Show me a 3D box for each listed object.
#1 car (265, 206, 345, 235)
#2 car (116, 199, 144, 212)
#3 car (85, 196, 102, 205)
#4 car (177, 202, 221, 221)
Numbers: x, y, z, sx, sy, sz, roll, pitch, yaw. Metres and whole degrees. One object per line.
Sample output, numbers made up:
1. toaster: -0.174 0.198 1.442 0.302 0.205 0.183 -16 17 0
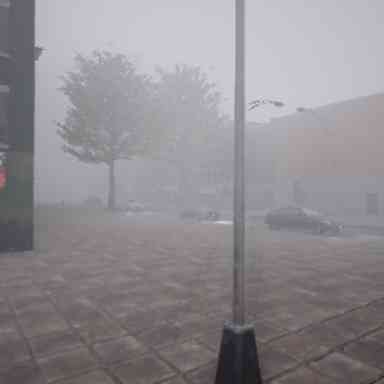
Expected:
1. car: 6.261 1.528 18.908 1.812 1.442 4.674 0 0 -35
2. car: -7.160 1.505 37.964 1.812 1.442 4.674 0 0 -35
3. car: -16.823 1.489 56.744 1.837 1.490 4.892 0 0 -35
4. car: 0.498 1.551 27.087 1.994 1.385 4.181 0 0 -35
